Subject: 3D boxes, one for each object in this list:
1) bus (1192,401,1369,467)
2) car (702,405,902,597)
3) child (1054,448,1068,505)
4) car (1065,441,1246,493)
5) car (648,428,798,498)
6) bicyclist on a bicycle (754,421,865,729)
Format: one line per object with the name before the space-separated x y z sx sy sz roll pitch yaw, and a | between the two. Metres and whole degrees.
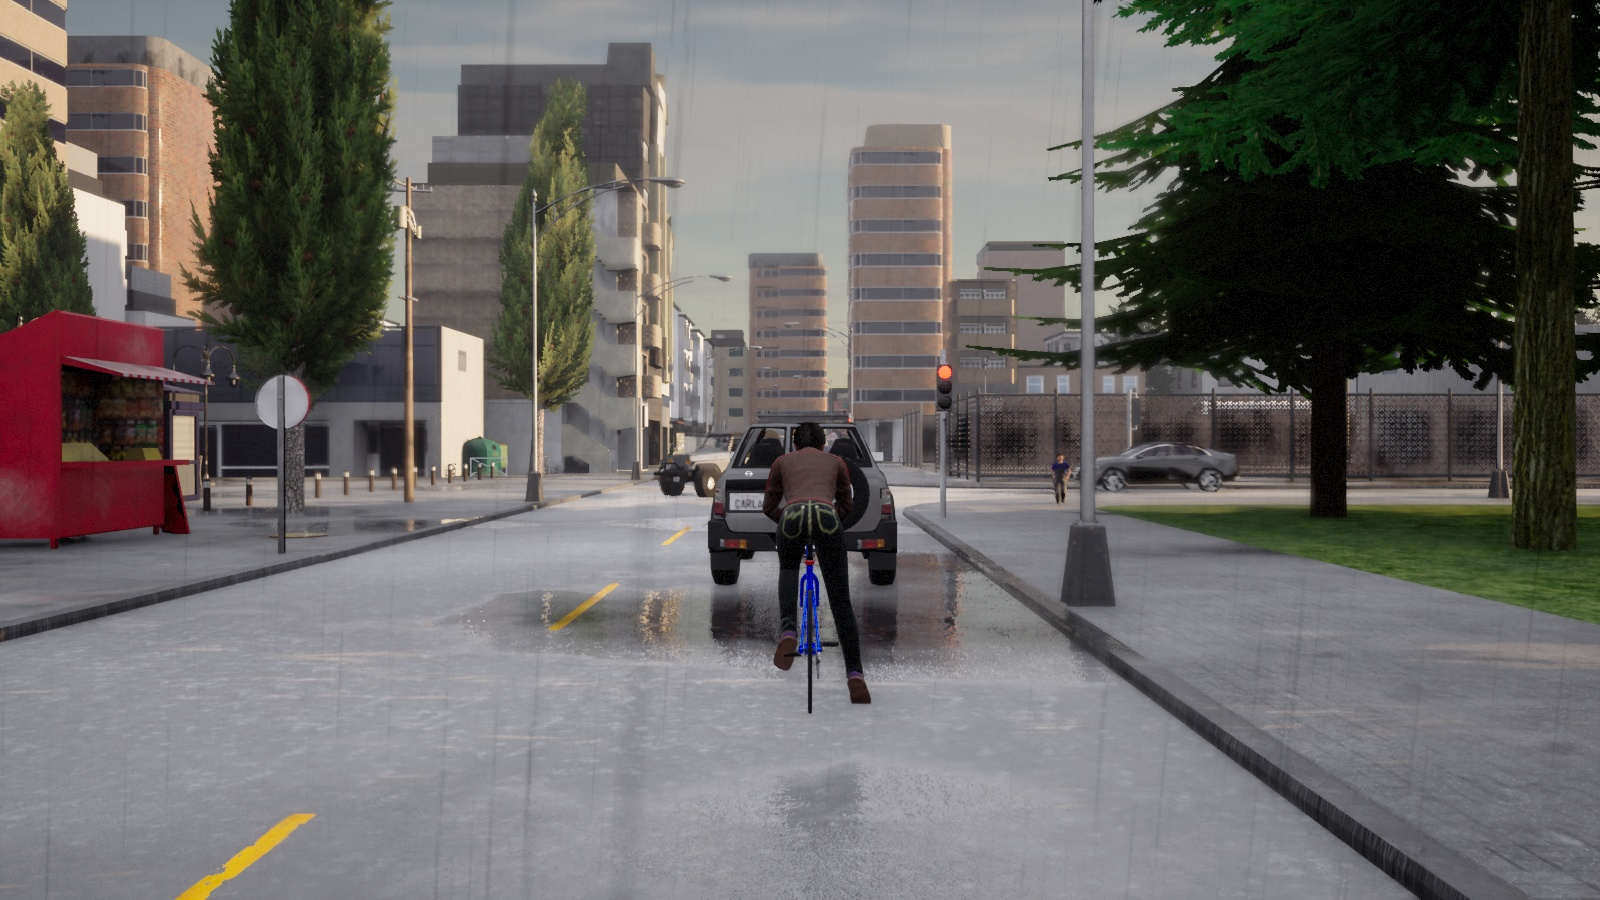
bus | 31.802 -1.076 83.504 10.273 4.253 3.944 0 0 4
car | 0.069 0.482 14.471 1.932 1.855 4.605 0 0 1
child | 5.847 0.582 28.141 0.270 1.263 0.437 0 0 10
car | 10.729 0.496 38.166 4.902 1.511 2.128 0 0 0
car | -2.140 0.341 35.307 3.866 1.878 1.905 0 0 -43
bicyclist on a bicycle | 0.056 0.657 7.439 0.582 1.620 1.656 0 0 0
